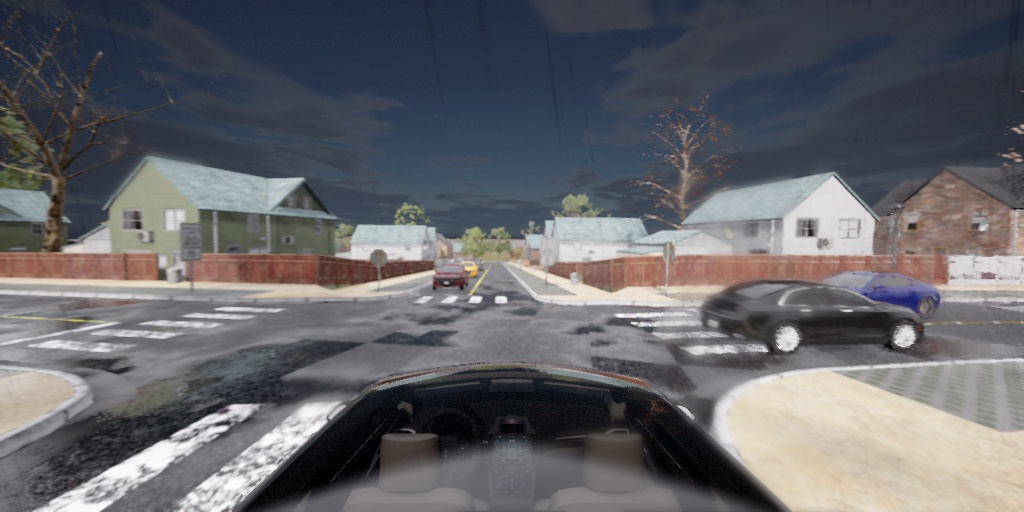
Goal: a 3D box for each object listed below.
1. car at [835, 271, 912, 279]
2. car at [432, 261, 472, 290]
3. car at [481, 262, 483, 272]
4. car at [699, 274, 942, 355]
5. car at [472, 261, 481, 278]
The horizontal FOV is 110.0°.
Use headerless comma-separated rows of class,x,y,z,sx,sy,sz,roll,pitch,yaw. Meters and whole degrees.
car,11.644,1.232,11.956,4.674,1.442,1.812,0,3,-8
car,-3.846,1.269,22.997,1.882,1.535,5.008,0,0,-2
car,-4.981,1.401,49.936,2.128,1.511,4.902,0,0,-2
car,7.072,1.339,8.599,4.892,1.490,1.837,0,3,-7
car,-4.382,1.318,35.481,1.882,1.535,5.008,0,0,-3
